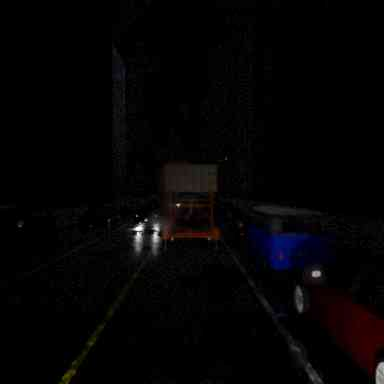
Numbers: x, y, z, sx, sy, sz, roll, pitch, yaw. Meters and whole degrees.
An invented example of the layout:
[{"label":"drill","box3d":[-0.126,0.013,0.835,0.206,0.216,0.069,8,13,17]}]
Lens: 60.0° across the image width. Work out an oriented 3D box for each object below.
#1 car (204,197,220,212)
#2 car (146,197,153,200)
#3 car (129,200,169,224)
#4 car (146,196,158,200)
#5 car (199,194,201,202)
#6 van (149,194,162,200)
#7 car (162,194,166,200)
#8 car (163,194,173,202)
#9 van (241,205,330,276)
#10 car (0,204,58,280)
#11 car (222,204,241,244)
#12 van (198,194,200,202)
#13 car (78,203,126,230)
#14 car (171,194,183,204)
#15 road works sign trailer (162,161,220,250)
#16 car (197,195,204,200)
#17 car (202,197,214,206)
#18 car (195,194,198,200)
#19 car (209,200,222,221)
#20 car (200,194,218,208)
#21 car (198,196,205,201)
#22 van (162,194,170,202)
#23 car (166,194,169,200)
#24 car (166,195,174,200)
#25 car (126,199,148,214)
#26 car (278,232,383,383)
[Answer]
[{"label":"car","box3d":[2.636,1.615,38.169,1.802,1.307,4.206,0,0,0]},{"label":"car","box3d":[-5.889,1.615,38.127,1.802,1.307,4.206,0,0,0]},{"label":"car","box3d":[-3.184,1.566,25.613,2.033,1.411,5.357,0,0,0]},{"label":"car","box3d":[-5.907,1.565,43.566,1.752,1.417,4.829,0,0,0]},{"label":"car","box3d":[2.598,1.363,49.387,2.192,1.841,5.009,0,0,0]},{"label":"van","box3d":[-5.927,1.388,49.346,1.690,1.788,3.998,0,0,0]},{"label":"car","box3d":[-5.946,1.495,54.955,1.967,1.590,4.097,0,0,0]},{"label":"car","box3d":[-6.041,1.410,83.003,2.192,1.841,5.009,0,0,0]},{"label":"van","box3d":[2.732,1.347,10.124,1.690,1.788,3.998,0,0,0]},{"label":"car","box3d":[-5.793,1.321,10.080,2.192,1.841,5.009,0,0,0]},{"label":"car","box3d":[2.713,1.450,15.733,1.967,1.590,4.097,0,0,0]},{"label":"van","box3d":[2.541,1.412,66.215,1.690,1.788,3.998,0,0,0]},{"label":"car","box3d":[-5.831,1.581,21.299,1.947,1.339,4.313,0,0,0]},{"label":"car","box3d":[-3.227,1.622,66.411,2.033,1.411,5.357,0,0,0]},{"label":"road works sign trailer","box3d":[-0.046,0.474,14.448,2.380,3.560,2.880,0,0,0]},{"label":"car","box3d":[2.445,1.553,94.260,1.967,1.590,4.097,0,0,0]},{"label":"car","box3d":[2.578,1.581,55.166,1.752,1.417,4.829,0,0,0]},{"label":"car","box3d":[2.503,1.402,77.433,2.192,1.841,5.009,0,0,0]},{"label":"car","box3d":[2.674,1.586,26.950,1.947,1.339,4.313,0,0,0]},{"label":"car","box3d":[2.617,1.355,43.778,2.192,1.841,5.009,0,0,0]},{"label":"car","box3d":[2.464,1.649,88.651,1.887,1.381,4.507,0,0,0]},{"label":"van","box3d":[-6.022,1.428,77.393,1.690,1.788,3.998,0,0,0]},{"label":"car","box3d":[-5.965,1.378,60.565,2.192,1.841,5.009,0,0,0]},{"label":"car","box3d":[-6.080,1.664,94.221,2.008,1.369,4.403,0,0,0]},{"label":"car","box3d":[-5.870,1.577,32.518,2.008,1.369,4.403,0,0,0]},{"label":"car","box3d":[2.751,1.547,4.515,1.887,1.381,4.507,0,0,0]}]
